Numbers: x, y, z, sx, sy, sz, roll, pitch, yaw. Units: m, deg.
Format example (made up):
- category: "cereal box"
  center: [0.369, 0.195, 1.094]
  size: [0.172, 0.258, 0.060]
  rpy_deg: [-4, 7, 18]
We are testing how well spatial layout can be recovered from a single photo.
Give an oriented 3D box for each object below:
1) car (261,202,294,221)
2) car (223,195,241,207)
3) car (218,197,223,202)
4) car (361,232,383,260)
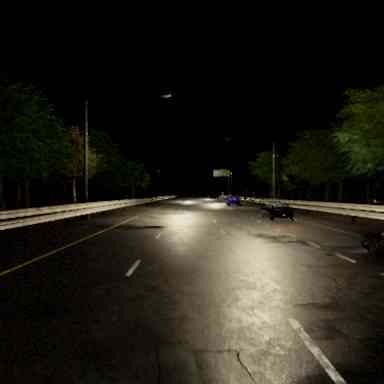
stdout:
- category: "car"
  center: [7.047, 1.580, 27.790]
  size: [2.128, 1.511, 4.902]
  rpy_deg: [0, 0, 0]
- category: "car"
  center: [7.195, 1.462, 58.207]
  size: [2.150, 2.045, 5.566]
  rpy_deg: [0, 0, 0]
- category: "car"
  center: [7.383, 1.892, 82.302]
  size: [1.812, 1.442, 4.674]
  rpy_deg: [0, 0, 1]
- category: "car"
  center: [7.005, 1.561, 9.527]
  size: [2.033, 1.411, 5.357]
  rpy_deg: [0, 0, 0]
